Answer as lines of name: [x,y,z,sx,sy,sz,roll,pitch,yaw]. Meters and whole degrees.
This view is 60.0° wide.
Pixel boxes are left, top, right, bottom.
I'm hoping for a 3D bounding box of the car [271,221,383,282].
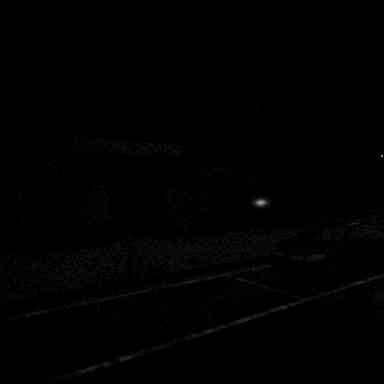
car: [4.080,1.512,9.470,4.206,1.307,1.802,-1,0,-36]
